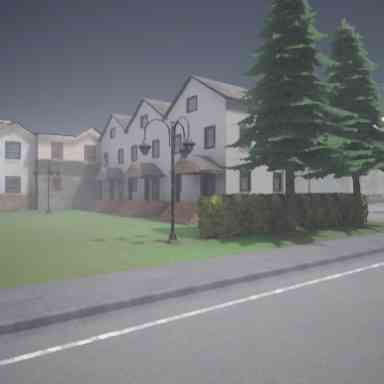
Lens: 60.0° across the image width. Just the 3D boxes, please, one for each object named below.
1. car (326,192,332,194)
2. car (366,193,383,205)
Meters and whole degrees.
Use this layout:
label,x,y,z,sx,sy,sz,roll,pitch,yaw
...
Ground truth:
label,x,y,z,sx,sy,sz,roll,pitch,yaw
car,30.937,1.037,73.400,1.905,1.878,3.866,0,0,-36
car,28.199,1.057,49.979,1.932,1.855,4.605,0,0,-36
